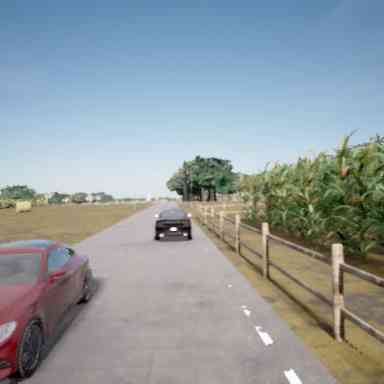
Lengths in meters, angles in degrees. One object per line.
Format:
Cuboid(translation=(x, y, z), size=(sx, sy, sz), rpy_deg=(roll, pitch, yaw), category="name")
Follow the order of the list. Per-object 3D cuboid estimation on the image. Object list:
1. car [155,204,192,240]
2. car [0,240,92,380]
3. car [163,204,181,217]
Cuboid(translation=(-1.044, 1.678, 18.605), size=(1.882, 1.535, 5.008), rpy_deg=(-1, 0, -3), category="car")
Cuboid(translation=(-3.030, 1.635, 5.728), size=(1.812, 1.442, 4.674), rpy_deg=(-1, -1, -4), category="car")
Cuboid(translation=(-2.235, 2.025, 37.246), size=(1.895, 1.301, 4.718), rpy_deg=(-1, -1, -4), category="car")
